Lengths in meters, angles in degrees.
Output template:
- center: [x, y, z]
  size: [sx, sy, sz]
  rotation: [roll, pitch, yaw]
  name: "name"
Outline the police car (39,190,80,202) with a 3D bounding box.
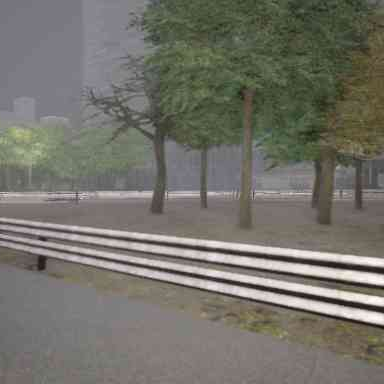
- center: [-17.008, 0.517, 42.846]
  size: [4.974, 1.542, 2.038]
  rotation: [0, 0, -2]
  name: "police car"
